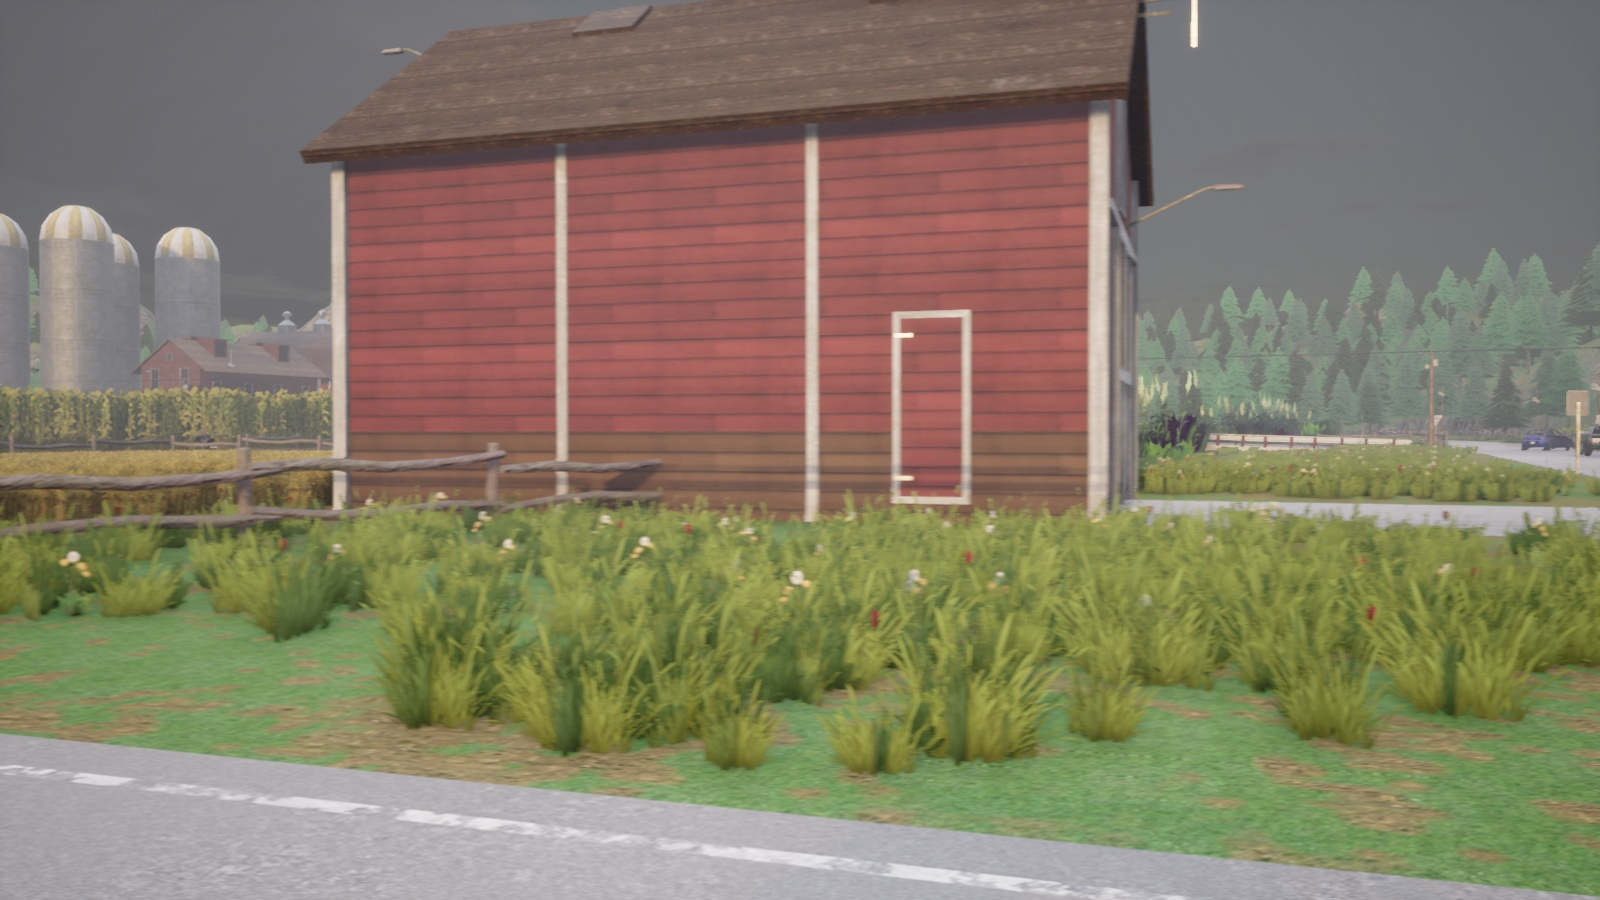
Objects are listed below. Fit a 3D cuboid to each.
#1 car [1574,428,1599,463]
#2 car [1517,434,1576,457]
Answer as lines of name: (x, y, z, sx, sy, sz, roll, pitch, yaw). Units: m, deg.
car: (44.502, -0.257, 69.837, 1.932, 1.855, 4.605, 1, 1, 24)
car: (50.549, -0.289, 85.015, 4.193, 1.474, 1.816, 0, 1, -35)
